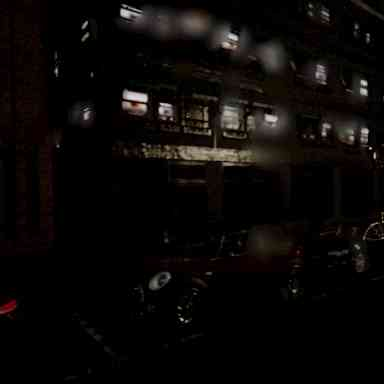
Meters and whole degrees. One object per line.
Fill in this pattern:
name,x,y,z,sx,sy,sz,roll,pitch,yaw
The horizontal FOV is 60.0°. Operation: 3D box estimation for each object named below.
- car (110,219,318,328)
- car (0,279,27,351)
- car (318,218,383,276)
car,0.424,1.418,6.837,4.097,1.590,1.967,0,-1,-36
car,-4.134,1.590,3.582,4.206,1.307,1.802,0,-1,-36
car,4.985,1.498,10.091,4.403,1.369,2.008,0,-1,-36
